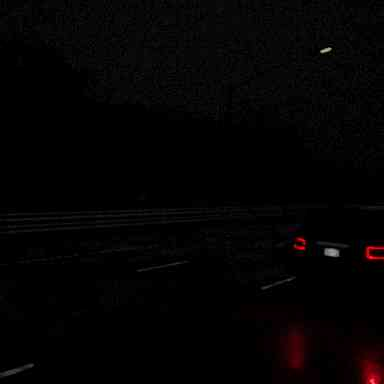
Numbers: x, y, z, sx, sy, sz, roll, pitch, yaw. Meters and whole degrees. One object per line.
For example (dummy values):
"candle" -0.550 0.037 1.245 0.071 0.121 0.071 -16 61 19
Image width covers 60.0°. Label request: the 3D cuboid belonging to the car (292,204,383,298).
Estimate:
"car" 4.684 1.322 8.429 5.566 2.045 2.150 1 -1 -44
